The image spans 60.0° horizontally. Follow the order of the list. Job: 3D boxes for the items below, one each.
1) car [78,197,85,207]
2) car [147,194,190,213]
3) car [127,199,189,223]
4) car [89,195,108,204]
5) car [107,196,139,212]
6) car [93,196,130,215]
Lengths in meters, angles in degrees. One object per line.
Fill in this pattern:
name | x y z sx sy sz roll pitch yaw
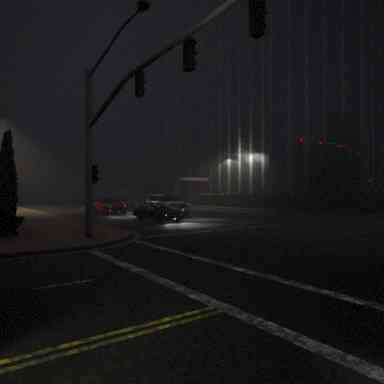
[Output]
car | -15.666 1.505 49.873 1.837 1.490 4.892 0 0 -36
car | -2.417 1.221 31.579 2.150 2.045 5.566 0 0 -36
car | -2.801 1.547 26.155 2.033 1.411 5.357 0 0 -36
car | -18.680 1.478 66.225 1.882 1.535 5.008 0 0 -36
car | -8.275 1.352 39.651 2.097 1.767 4.553 0 0 -36
car | -8.343 1.352 33.788 2.097 1.767 4.553 0 0 -36
